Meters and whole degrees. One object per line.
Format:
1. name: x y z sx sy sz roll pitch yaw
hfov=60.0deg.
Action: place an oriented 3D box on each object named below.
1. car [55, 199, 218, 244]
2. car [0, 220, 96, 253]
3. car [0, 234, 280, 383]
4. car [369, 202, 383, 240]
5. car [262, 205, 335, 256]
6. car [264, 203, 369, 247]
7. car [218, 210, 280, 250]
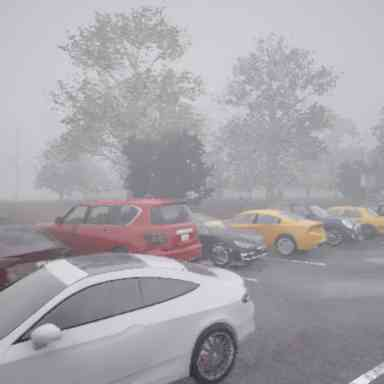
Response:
1. car: -2.358 1.230 9.553 5.566 2.045 2.435 -1 0 35
2. car: -4.785 1.517 7.835 4.792 1.488 2.163 -1 0 34
3. car: -1.286 1.524 3.845 4.674 1.442 1.812 0 0 -35
4. car: 7.300 1.372 16.406 5.366 1.575 1.946 -1 0 36
5. car: 2.553 1.438 12.935 5.008 1.535 2.097 -1 0 35
6. car: 4.975 1.280 14.645 4.553 1.767 2.185 -1 -1 35
7. car: 0.106 1.466 11.253 4.892 1.521 2.231 -1 -1 35
